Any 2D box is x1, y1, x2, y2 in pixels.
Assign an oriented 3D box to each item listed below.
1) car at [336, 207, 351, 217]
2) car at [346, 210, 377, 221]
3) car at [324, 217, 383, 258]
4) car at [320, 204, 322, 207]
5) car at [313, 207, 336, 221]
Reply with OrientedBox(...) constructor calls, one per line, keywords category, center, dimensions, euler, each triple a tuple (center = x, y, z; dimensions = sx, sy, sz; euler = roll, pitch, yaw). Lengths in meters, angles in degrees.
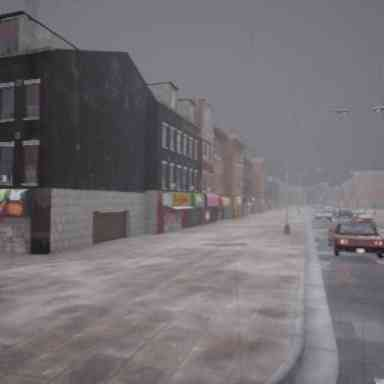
OrientedBox(category="car", center=(20.920, 2.893, 45.717), dimensions=(1.837, 1.490, 4.892), euler=(0, -2, 19))
OrientedBox(category="car", center=(14.384, 2.426, 27.981), dimensions=(1.802, 1.307, 4.206), euler=(0, -2, 19))
OrientedBox(category="car", center=(7.242, 2.044, 14.998), dimensions=(1.895, 1.301, 4.718), euler=(0, -2, 18))
OrientedBox(category="car", center=(30.447, 3.760, 74.468), dimensions=(1.967, 1.590, 4.097), euler=(0, -2, 19))
OrientedBox(category="car", center=(15.941, 2.791, 40.362), dimensions=(1.895, 1.301, 4.718), euler=(0, -2, 19))
